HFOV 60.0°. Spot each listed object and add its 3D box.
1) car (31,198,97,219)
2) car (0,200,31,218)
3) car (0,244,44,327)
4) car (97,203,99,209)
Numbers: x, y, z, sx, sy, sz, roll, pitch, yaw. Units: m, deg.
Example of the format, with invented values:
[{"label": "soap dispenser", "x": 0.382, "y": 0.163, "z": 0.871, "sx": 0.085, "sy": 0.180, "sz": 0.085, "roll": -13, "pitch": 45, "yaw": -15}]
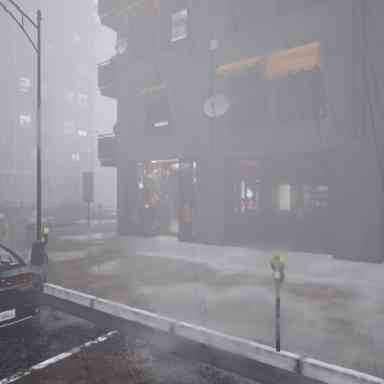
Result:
[{"label": "car", "x": -10.275, "y": 1.326, "z": 26.872, "sx": 1.994, "sy": 1.385, "sz": 4.181, "roll": 0, "pitch": 1, "yaw": 35}, {"label": "car", "x": -13.964, "y": 1.350, "z": 26.110, "sx": 2.008, "sy": 1.369, "sz": 4.403, "roll": 1, "pitch": 1, "yaw": 35}, {"label": "car", "x": -4.456, "y": 1.551, "z": 6.073, "sx": 4.403, "sy": 1.369, "sz": 2.008, "roll": 0, "pitch": 0, "yaw": 36}, {"label": "car", "x": -10.862, "y": 1.250, "z": 30.526, "sx": 1.752, "sy": 1.417, "sz": 4.829, "roll": 1, "pitch": 1, "yaw": 35}]
